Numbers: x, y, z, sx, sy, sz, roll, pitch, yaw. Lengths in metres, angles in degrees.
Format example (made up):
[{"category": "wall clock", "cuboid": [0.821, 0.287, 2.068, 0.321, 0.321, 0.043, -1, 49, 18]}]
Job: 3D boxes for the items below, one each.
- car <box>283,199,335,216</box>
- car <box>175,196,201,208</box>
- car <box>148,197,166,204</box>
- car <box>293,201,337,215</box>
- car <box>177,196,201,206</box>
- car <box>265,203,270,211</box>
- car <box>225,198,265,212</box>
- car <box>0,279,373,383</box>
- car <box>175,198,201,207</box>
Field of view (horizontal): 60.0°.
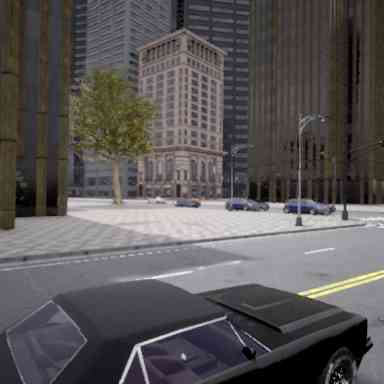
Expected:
[{"category": "car", "cuboid": [11.749, 1.497, 34.316, 2.097, 1.767, 4.553, 1, -1, -37]}, {"category": "car", "cuboid": [-0.622, 1.698, 49.358, 1.994, 1.385, 4.181, 1, -1, -41]}, {"category": "car", "cuboid": [-7.504, 1.800, 71.298, 1.812, 1.442, 4.674, 1, -1, -45]}, {"category": "car", "cuboid": [13.678, 1.762, 37.154, 1.994, 1.385, 4.181, 1, -1, -38]}, {"category": "car", "cuboid": [-0.550, 1.638, 64.107, 2.097, 1.767, 4.553, 1, -1, -43]}, {"category": "car", "cuboid": [8.103, 1.700, 44.098, 1.837, 1.490, 4.892, 1, -1, -40]}, {"category": "car", "cuboid": [6.242, 1.494, 41.236, 2.097, 1.767, 4.553, 1, -1, -39]}, {"category": "car", "cuboid": [-0.224, 1.611, 3.280, 4.718, 1.301, 1.895, 0, 0, -35]}, {"category": "car", "cuboid": [-0.716, 1.747, 54.386, 1.994, 1.385, 4.181, 1, -1, -42]}]
